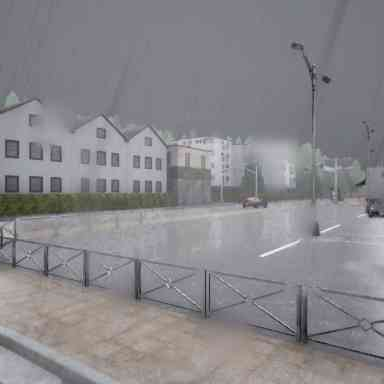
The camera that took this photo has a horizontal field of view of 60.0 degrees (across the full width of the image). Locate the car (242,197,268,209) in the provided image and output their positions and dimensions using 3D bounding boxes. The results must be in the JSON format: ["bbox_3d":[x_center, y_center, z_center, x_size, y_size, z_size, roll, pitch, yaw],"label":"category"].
[{"bbox_3d":[8.104,1.334,42.799,1.812,1.442,4.674,0,0,36],"label":"car"}]

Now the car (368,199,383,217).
[{"bbox_3d":[15.488,1.298,26.767,2.007,1.523,4.514,0,0,35],"label":"car"}]
